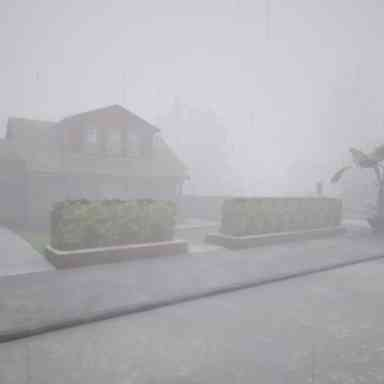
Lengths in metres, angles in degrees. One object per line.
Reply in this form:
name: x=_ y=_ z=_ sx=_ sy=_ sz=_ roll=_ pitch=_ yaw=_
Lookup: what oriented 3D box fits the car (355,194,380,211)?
car: x=21.319 y=1.215 z=38.898 sx=3.866 sy=1.878 sz=1.905 roll=0 pitch=0 yaw=0
